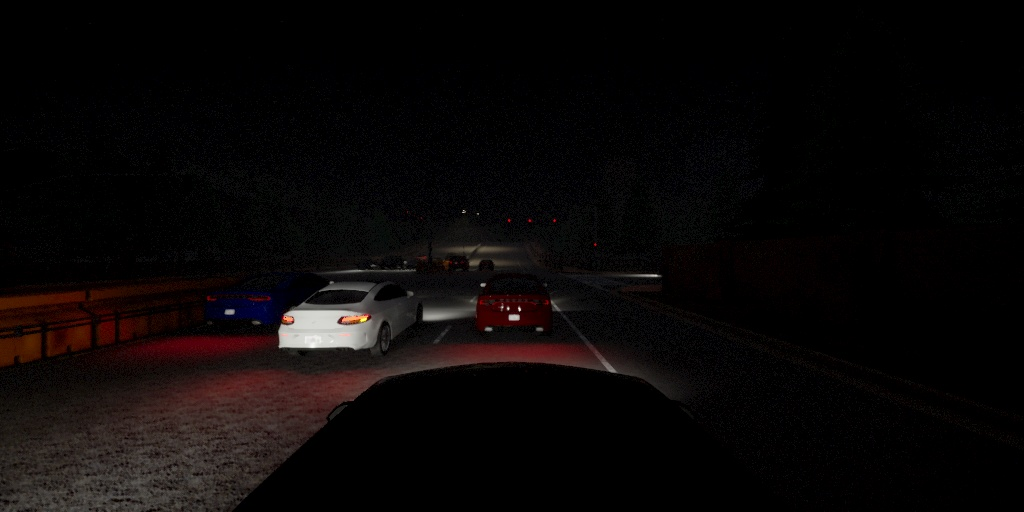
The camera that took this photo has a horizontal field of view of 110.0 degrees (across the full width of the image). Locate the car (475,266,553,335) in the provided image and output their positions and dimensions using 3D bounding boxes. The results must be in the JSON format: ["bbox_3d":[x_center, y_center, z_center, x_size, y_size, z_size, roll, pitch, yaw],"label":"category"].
[{"bbox_3d":[0.056,1.227,10.499,1.882,1.535,5.008,0,0,0],"label":"car"}]

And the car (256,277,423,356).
[{"bbox_3d":[-3.449,1.275,8.468,1.812,1.442,4.674,0,0,-1],"label":"car"}]

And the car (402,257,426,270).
[{"bbox_3d":[-14.202,1.270,52.687,1.812,1.442,4.674,0,0,0],"label":"car"}]

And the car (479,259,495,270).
[{"bbox_3d":[-3.502,1.222,49.974,1.882,1.535,5.008,0,0,0],"label":"car"}]

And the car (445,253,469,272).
[{"bbox_3d":[-6.996,0.966,47.571,2.150,2.045,5.566,0,0,0],"label":"car"}]

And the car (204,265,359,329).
[{"bbox_3d":[-6.942,1.227,11.306,1.882,1.535,5.008,0,0,0],"label":"car"}]

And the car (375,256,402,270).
[{"bbox_3d":[-17.698,0.965,52.944,2.150,2.045,5.566,0,0,0],"label":"car"}]

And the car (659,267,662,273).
[{"bbox_3d":[17.273,1.310,36.498,4.181,1.385,1.994,0,0,0],"label":"car"}]

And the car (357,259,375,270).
[{"bbox_3d":[-21.199,1.236,52.790,2.128,1.511,4.902,0,0,0],"label":"car"}]
